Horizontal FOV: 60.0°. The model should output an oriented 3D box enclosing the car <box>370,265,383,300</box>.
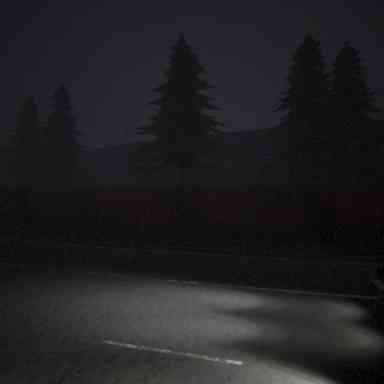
[{"bbox_3d":[5.438,1.600,5.014,4.718,1.301,1.895,0,0,14],"label":"car"}]
